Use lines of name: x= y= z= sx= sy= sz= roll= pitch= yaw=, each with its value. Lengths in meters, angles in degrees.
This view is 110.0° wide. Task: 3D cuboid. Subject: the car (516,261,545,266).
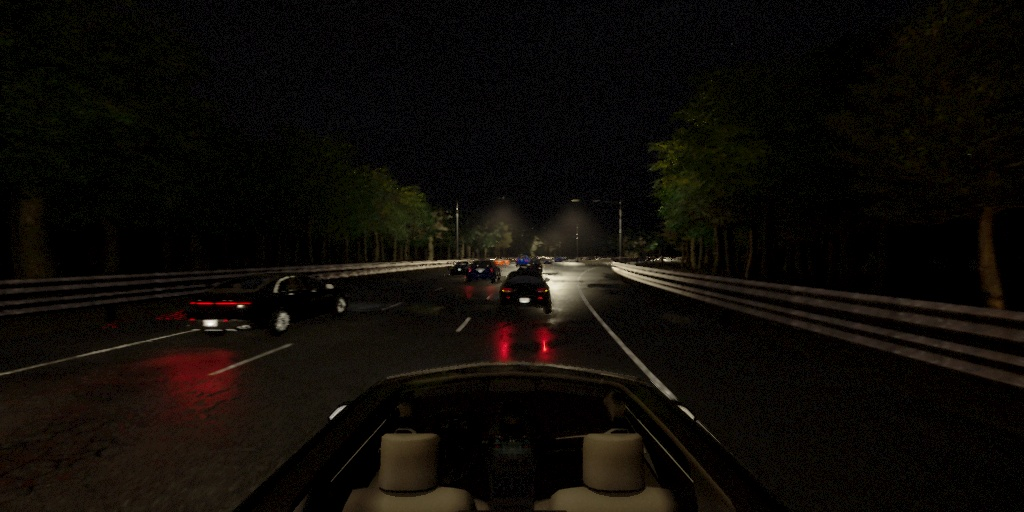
car: x=1.208 y=1.319 z=26.664 sx=1.994 sy=1.385 sz=4.181 roll=0 pitch=0 yaw=4

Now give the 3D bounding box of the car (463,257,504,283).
car: x=-2.109 y=1.099 z=27.937 sx=2.097 sy=1.767 sz=4.553 roll=0 pitch=0 yaw=4

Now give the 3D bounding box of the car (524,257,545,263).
car: x=2.906 y=1.257 z=45.273 sx=1.812 sy=1.442 sz=4.674 roll=0 pitch=0 yaw=6

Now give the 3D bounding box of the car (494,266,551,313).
car: x=0.505 y=1.280 z=14.032 sx=1.812 sy=1.442 sz=4.674 roll=0 pitch=0 yaw=2

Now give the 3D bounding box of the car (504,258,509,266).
car: x=-1.795 y=1.022 z=62.773 sx=2.097 sy=1.767 sz=4.553 roll=0 pitch=0 yaw=9

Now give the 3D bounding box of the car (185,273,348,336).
car: x=-6.587 y=1.239 z=10.360 sx=1.837 sy=1.490 sz=4.892 roll=0 pitch=0 yaw=2

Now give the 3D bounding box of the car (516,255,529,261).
car: x=2.115 y=0.892 z=65.020 sx=2.150 sy=2.045 sz=5.566 roll=0 pitch=0 yaw=9

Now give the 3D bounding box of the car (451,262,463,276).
car: x=-4.911 y=1.288 z=36.938 sx=1.994 sy=1.385 sz=4.181 roll=0 pitch=0 yaw=6
